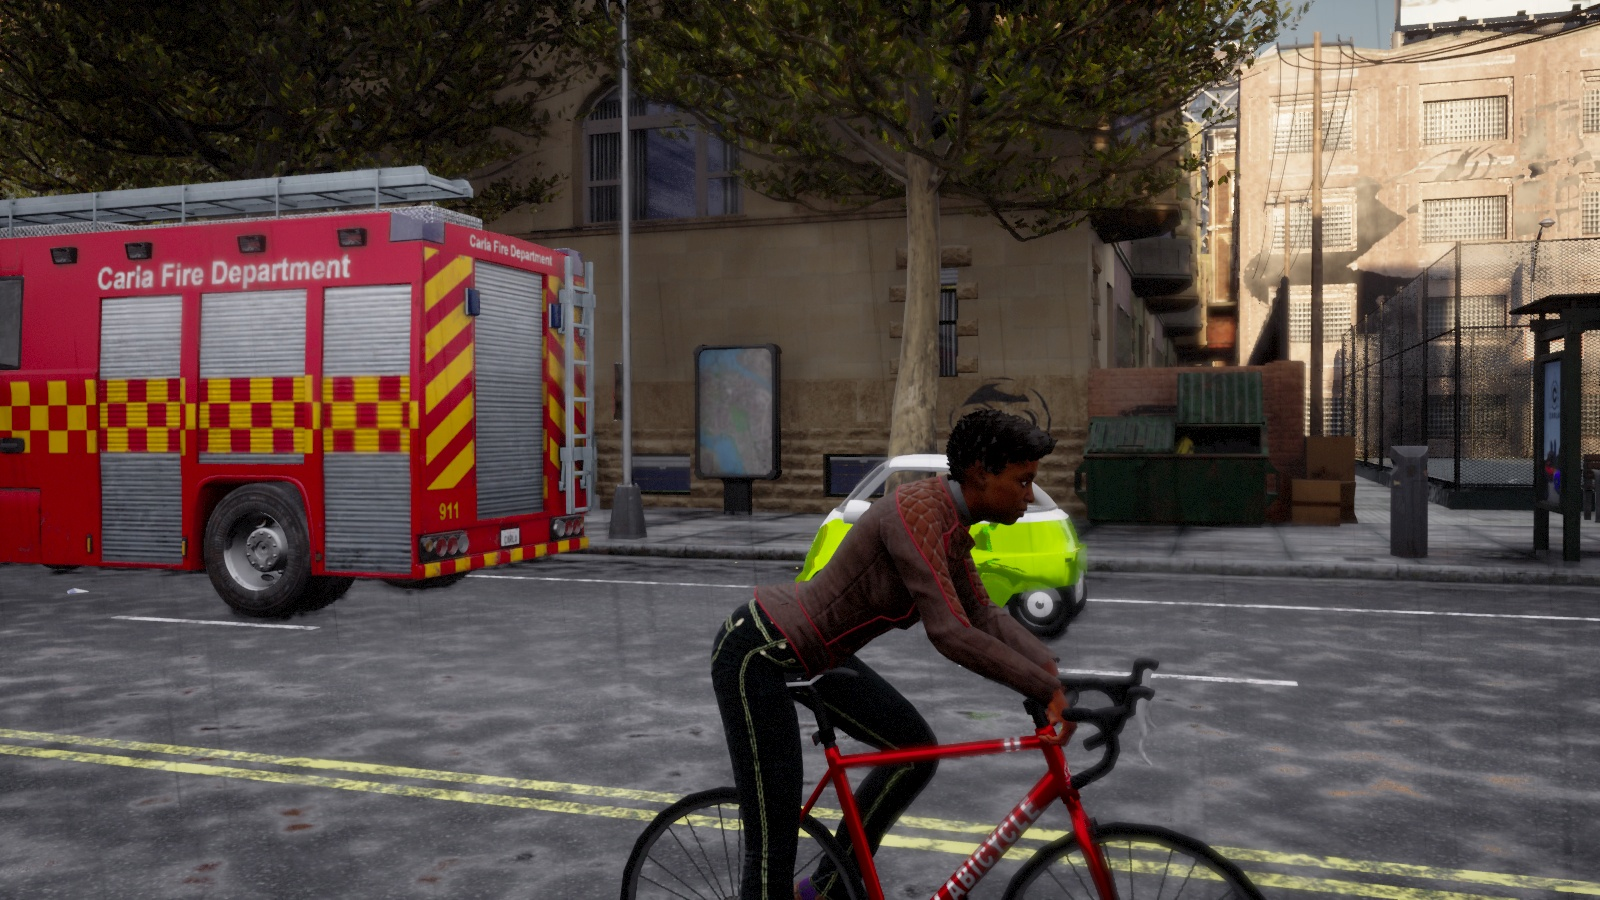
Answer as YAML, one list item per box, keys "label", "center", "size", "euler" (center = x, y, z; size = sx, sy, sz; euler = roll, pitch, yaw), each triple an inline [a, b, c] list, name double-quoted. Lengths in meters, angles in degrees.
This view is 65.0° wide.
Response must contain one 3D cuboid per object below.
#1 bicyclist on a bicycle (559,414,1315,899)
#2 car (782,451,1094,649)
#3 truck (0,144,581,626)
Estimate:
- label: "bicyclist on a bicycle"
  center: [0.305, 0.732, 3.021]
  size: [1.656, 1.620, 0.582]
  euler: [1, 1, 17]
- label: "car"
  center: [1.153, 0.723, 10.141]
  size: [2.207, 1.376, 1.481]
  euler: [1, 1, 19]
- label: "truck"
  center: [-6.695, -0.566, 12.681]
  size: [8.468, 3.827, 2.891]
  euler: [1, 1, 19]
